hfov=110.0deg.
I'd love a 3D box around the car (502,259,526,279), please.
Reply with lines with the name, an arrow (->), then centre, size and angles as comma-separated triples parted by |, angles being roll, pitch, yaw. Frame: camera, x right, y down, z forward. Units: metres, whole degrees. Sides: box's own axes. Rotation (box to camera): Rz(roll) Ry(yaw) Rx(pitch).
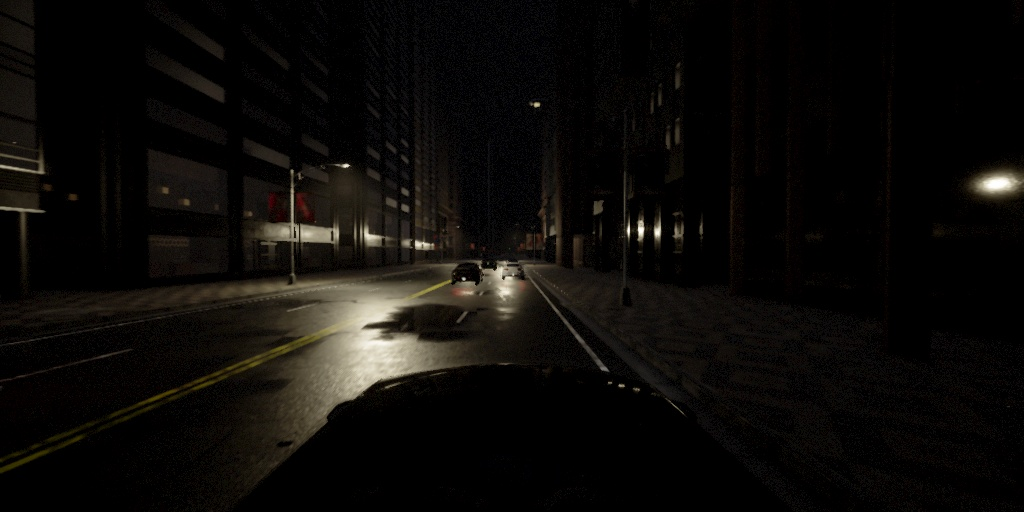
car -> 0.102, 1.259, 31.552 | 1.812, 1.442, 4.674 | 0, 0, 0

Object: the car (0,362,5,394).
car -> -6.592, 1.242, 1.841 | 2.128, 1.511, 4.902 | 0, 0, 0

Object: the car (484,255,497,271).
car -> -3.149, 1.061, 49.624 | 2.097, 1.767, 4.553 | 0, 0, 0

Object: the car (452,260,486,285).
car -> -3.149, 1.242, 25.892 | 1.837, 1.490, 4.892 | 0, 0, 0
